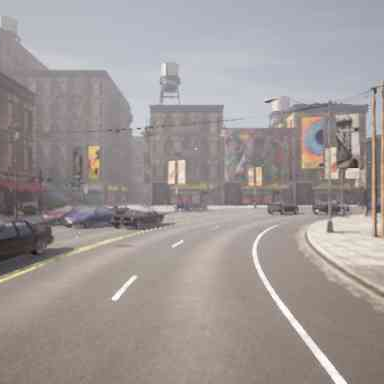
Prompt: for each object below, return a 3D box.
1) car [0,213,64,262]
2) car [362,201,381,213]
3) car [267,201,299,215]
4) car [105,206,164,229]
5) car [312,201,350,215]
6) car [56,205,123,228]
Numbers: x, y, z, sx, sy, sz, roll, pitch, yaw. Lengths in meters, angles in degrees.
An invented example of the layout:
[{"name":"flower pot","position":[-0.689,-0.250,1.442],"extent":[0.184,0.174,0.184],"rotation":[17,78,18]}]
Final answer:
[{"name":"car","position":[-6.639,1.642,11.127],"extent":[2.033,1.411,5.357],"rotation":[0,-1,5]},{"name":"car","position":[23.946,1.896,42.636],"extent":[4.674,1.442,1.812],"rotation":[0,-1,-20]},{"name":"car","position":[10.559,1.823,38.449],"extent":[4.902,1.511,2.128],"rotation":[0,-1,-44]},{"name":"car","position":[-3.730,1.800,23.289],"extent":[1.895,1.301,4.718],"rotation":[0,-1,20]},{"name":"car","position":[15.722,1.836,38.233],"extent":[4.892,1.490,1.837],"rotation":[0,-1,-38]},{"name":"car","position":[-7.191,1.729,23.949],"extent":[1.812,1.442,4.674],"rotation":[0,-1,20]}]
